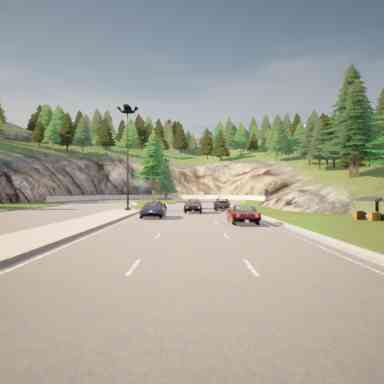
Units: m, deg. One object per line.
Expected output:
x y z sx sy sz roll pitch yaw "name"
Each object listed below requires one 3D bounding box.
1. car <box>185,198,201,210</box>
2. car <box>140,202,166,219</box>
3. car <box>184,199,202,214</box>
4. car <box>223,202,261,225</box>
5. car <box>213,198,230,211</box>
0.200 1.564 44.565 1.994 1.385 4.181 0 0 2 "car"
-3.394 1.563 29.465 1.994 1.385 4.181 0 0 0 "car"
0.107 1.601 35.805 1.895 1.301 4.718 0 0 0 "car"
3.605 1.601 23.937 1.895 1.301 4.718 0 0 0 "car"
3.637 1.491 40.912 2.128 1.511 4.902 0 0 1 "car"
